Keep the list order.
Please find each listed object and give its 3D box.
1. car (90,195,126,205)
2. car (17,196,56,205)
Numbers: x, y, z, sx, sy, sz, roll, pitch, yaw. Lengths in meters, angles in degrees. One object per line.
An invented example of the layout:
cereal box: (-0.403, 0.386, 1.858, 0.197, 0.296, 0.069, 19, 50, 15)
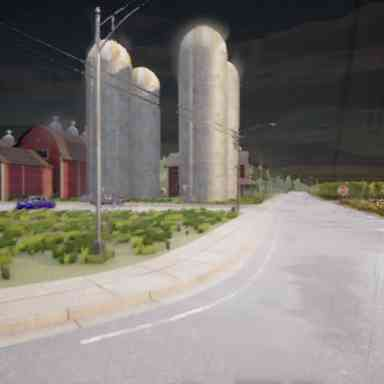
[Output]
car: (-11.289, 1.191, 44.470, 4.902, 1.511, 2.128, 0, 0, 15)
car: (-17.741, 1.236, 38.141, 2.242, 1.667, 4.611, 0, 0, 16)
